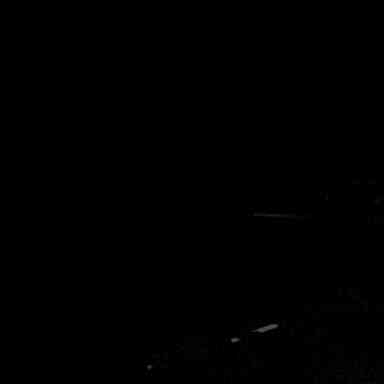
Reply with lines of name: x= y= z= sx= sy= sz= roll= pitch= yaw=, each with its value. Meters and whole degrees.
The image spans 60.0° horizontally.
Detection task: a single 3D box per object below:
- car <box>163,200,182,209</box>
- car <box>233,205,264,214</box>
car: x=-3.899 y=2.419 z=64.328 sx=1.882 sy=1.535 sz=5.008 roll=-1 pitch=1 yaw=-36
car: x=7.974 y=2.501 z=47.644 sx=1.895 sy=1.301 sz=4.718 roll=-1 pitch=0 yaw=-36
